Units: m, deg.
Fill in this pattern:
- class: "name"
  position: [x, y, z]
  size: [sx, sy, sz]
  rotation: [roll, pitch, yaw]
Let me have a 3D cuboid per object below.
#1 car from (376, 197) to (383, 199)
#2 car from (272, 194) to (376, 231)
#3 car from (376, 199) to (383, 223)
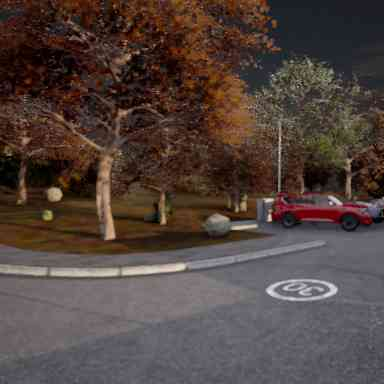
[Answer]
- class: "car"
  position: [14.484, 1.191, 25.321]
  size: [4.553, 1.767, 2.185]
  rotation: [-1, 0, 31]
- class: "car"
  position: [7.578, 1.123, 19.819]
  size: [5.566, 2.045, 2.435]
  rotation: [-1, -1, 31]
- class: "car"
  position: [9.830, 1.385, 21.677]
  size: [4.792, 1.488, 2.163]
  rotation: [-1, 0, 31]
